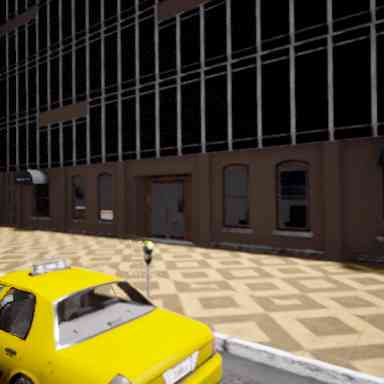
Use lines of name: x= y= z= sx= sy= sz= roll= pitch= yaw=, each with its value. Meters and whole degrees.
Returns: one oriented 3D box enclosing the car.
car: x=-1.980 y=1.558 z=4.286 sx=4.829 sy=1.417 sz=1.752 roll=-1 pitch=-1 yaw=35
